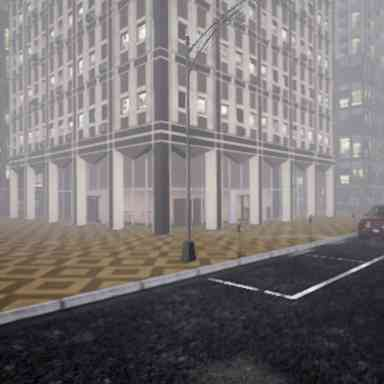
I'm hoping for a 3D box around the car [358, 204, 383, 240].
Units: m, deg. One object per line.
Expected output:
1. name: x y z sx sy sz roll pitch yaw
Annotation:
1. car: 10.712 1.597 18.024 2.192 1.841 5.009 -2 -2 44
